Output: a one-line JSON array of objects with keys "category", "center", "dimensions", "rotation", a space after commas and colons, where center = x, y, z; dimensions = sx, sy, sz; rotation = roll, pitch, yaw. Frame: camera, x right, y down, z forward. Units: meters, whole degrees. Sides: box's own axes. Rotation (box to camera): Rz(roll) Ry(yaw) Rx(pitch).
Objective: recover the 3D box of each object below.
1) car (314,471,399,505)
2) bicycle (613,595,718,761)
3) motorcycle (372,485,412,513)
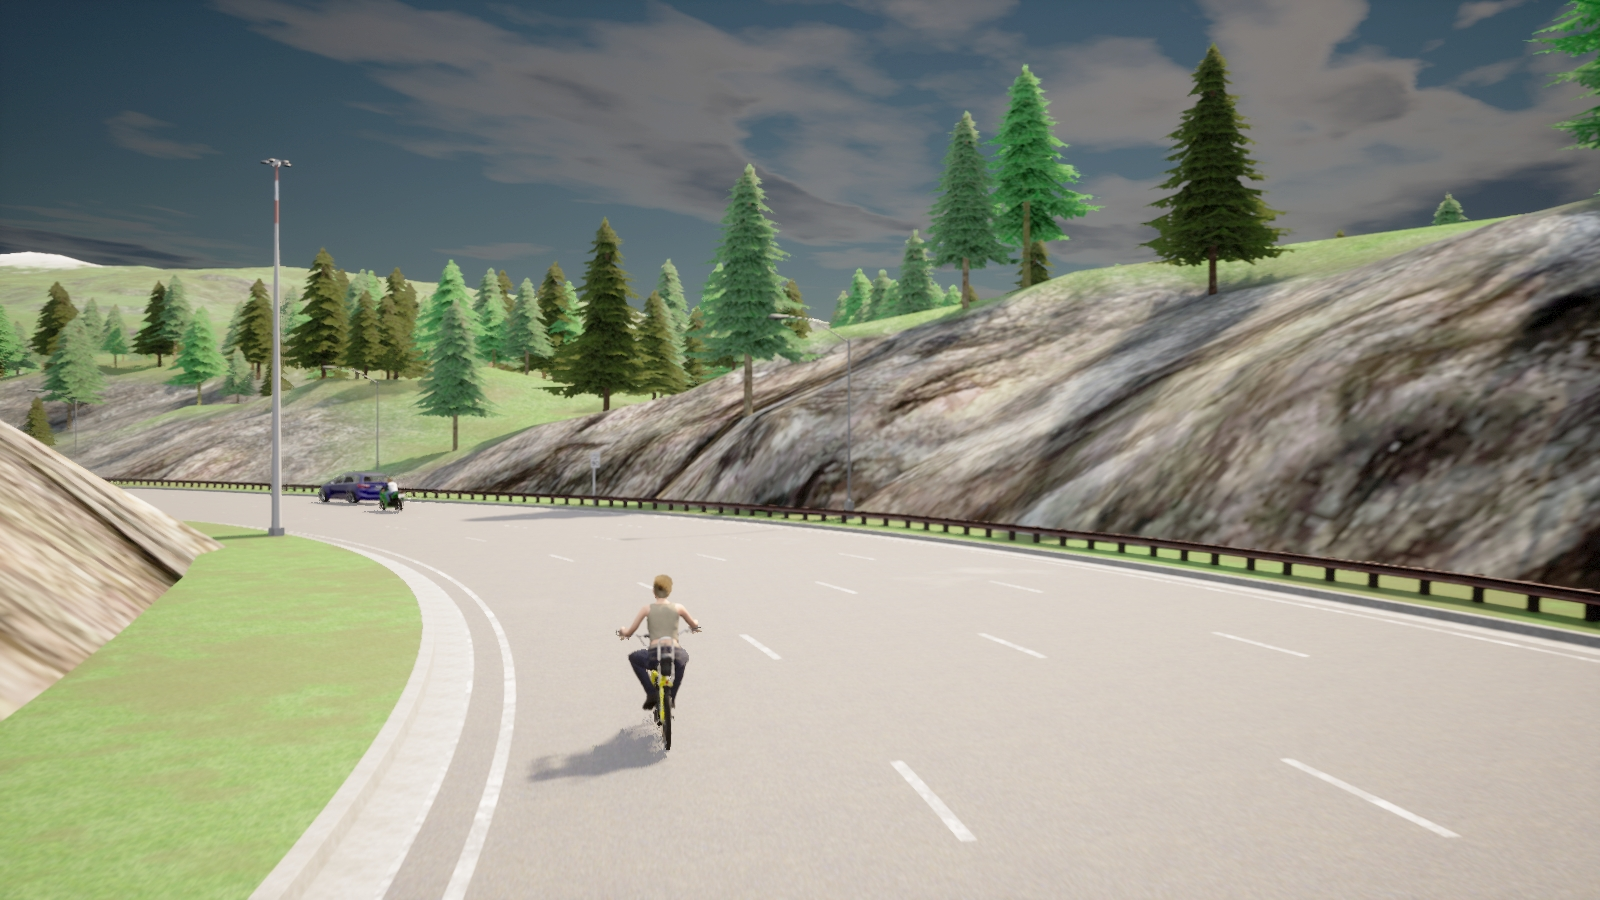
[{"category": "car", "center": [-23.525, 1.989, 60.530], "dimensions": [4.611, 1.667, 2.242], "rotation": [0, 0, 39]}, {"category": "bicycle", "center": [-1.337, 2.161, 11.115], "dimensions": [0.859, 1.276, 1.487], "rotation": [-1, 0, -12]}, {"category": "motorcycle", "center": [-18.556, 2.204, 51.897], "dimensions": [2.033, 1.199, 0.803], "rotation": [0, 1, 41]}]
